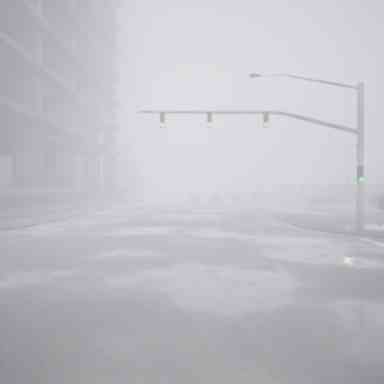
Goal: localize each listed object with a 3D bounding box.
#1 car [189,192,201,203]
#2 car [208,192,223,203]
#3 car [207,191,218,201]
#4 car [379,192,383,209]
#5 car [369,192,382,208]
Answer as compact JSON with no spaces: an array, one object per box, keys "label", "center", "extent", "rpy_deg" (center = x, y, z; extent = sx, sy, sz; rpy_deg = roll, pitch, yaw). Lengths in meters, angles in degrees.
[{"label":"car","center":[0.489,1.122,54.621],"extent":[2.033,1.411,5.357],"rpy_deg":[0,0,1]},{"label":"car","center":[3.994,1.095,54.992],"extent":[1.812,1.442,4.674],"rpy_deg":[0,0,1]},{"label":"car","center":[4.124,0.732,65.024],"extent":[2.150,2.045,5.566],"rpy_deg":[0,0,1]},{"label":"car","center":[25.622,1.078,40.544],"extent":[3.905,1.438,1.784],"rpy_deg":[0,0,1]},{"label":"car","center":[25.625,0.848,43.226],"extent":[4.605,1.855,1.932],"rpy_deg":[0,0,1]}]
